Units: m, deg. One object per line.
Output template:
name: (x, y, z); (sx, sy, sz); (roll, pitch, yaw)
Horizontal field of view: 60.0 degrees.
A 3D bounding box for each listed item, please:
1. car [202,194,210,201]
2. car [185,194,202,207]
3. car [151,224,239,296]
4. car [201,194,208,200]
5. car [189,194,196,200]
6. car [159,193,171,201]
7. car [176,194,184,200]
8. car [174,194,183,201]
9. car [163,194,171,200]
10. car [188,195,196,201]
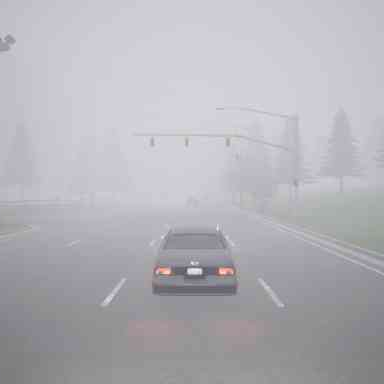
car: (3.542, 1.492, 83.481); (1.837, 1.490, 4.892); (0, 0, 0)
car: (0.024, 1.352, 52.839); (2.097, 1.767, 4.553); (0, 0, 0)
car: (0.071, 1.547, 8.800); (2.033, 1.411, 5.357); (0, 0, 0)
car: (3.547, 1.310, 93.901); (1.882, 1.535, 5.008); (0, 0, 0)
car: (0.047, 1.310, 93.902); (1.882, 1.535, 5.008); (0, 0, 0)
car: (-6.958, 1.217, 83.516); (2.150, 2.045, 5.566); (0, 0, 0)
car: (-3.453, 1.358, 93.904); (2.128, 1.511, 4.902); (0, 0, 0)
car: (-3.458, 1.517, 83.901); (1.812, 1.442, 4.674); (0, 0, 0)
car: (-6.953, 1.385, 93.906); (1.994, 1.385, 4.181); (0, 0, 0)
car: (0.042, 1.531, 83.482); (2.033, 1.411, 5.357); (0, 0, 0)
